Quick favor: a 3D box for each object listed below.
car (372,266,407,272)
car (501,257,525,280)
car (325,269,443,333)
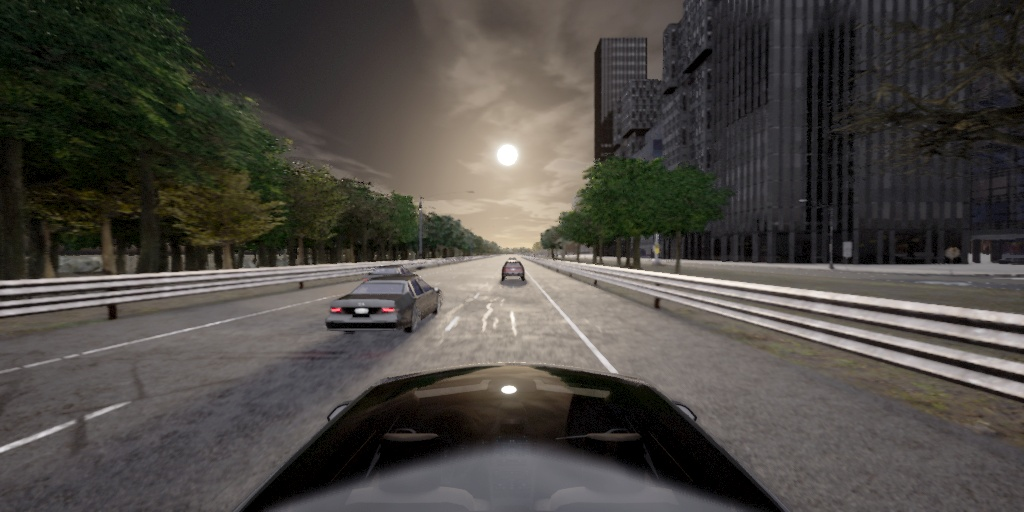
[{"bbox_3d":[-6.900,1.273,20.775,2.033,1.411,5.357,0,0,0],"label":"car"},{"bbox_3d":[0.093,1.135,30.703,2.033,1.649,4.856,0,0,0],"label":"car"},{"bbox_3d":[-3.406,1.291,10.630,2.033,1.411,5.357,0,0,0],"label":"car"}]
